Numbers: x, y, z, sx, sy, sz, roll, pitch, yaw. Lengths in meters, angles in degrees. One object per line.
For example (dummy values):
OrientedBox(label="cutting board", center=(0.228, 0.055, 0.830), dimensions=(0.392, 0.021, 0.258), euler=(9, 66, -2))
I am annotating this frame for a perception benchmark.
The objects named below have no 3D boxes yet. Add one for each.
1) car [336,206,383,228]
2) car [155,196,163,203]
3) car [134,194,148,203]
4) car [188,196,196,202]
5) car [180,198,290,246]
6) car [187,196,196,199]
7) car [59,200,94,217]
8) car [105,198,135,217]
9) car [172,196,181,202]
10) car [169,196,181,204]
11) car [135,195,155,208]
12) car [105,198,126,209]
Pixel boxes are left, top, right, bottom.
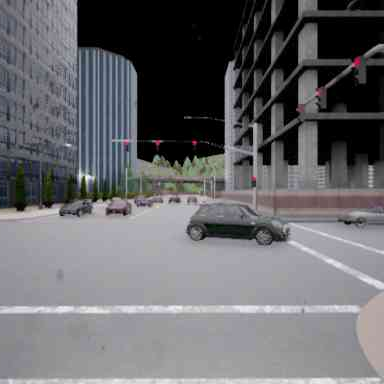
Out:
OrientedBox(label="car", center=(11.884, 1.552, 21.306), dimensions=(4.718, 1.301, 1.895), euler=(0, 0, 0))
OrientedBox(label="car", center=(-6.988, 1.588, 68.280), dimensions=(1.994, 1.385, 4.181), euler=(0, 0, 0))
OrientedBox(label="car", center=(-10.489, 1.372, 68.317), dimensions=(2.097, 1.767, 4.553), euler=(0, 0, 0))
OrientedBox(label="car", center=(0.017, 1.603, 73.737), dimensions=(1.895, 1.301, 4.718), euler=(0, 0, 0))
OrientedBox(label="car", center=(2.073, 1.325, 15.086), dimensions=(4.553, 1.767, 2.097), euler=(0, 0, 24))
OrientedBox(label="car", center=(0.015, 1.513, 64.632), dimensions=(2.128, 1.511, 4.902), euler=(0, 0, 0))
OrientedBox(label="car", center=(-10.739, 1.515, 31.252), dimensions=(1.837, 1.490, 4.892), euler=(0, 0, 4))
OrientedBox(label="car", center=(-7.031, 1.488, 32.134), dimensions=(1.882, 1.535, 5.008), euler=(0, 0, -2))
OrientedBox(label="car", center=(-3.483, 1.532, 73.708), dimensions=(1.812, 1.442, 4.674), euler=(0, 0, 0))
OrientedBox(label="car", center=(-3.485, 1.526, 64.634), dimensions=(1.837, 1.490, 4.892), euler=(0, 0, 0))
OrientedBox(label="car", center=(-7.081, 1.581, 49.662), dimensions=(1.994, 1.385, 4.181), euler=(0, 0, 0))
OrientedBox(label="car", center=(-10.577, 1.541, 46.289), dimensions=(1.812, 1.442, 4.674), euler=(0, 0, 0))
